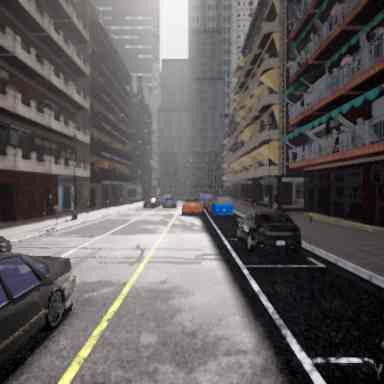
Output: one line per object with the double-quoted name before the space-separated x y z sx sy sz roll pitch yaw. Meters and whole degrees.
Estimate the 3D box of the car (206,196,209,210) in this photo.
"car" 2.682 1.486 35.261 2.008 1.369 4.403 -1 0 0

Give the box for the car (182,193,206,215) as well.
"car" 0.064 1.291 33.117 2.097 1.767 4.553 0 0 0

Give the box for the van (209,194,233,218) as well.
"van" 2.679 1.286 29.659 1.690 1.788 3.998 -1 0 0

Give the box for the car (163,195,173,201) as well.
"car" -5.696 1.412 80.106 2.008 1.369 4.403 -1 0 0

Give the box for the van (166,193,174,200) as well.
"van" -5.699 1.194 85.707 1.690 1.788 3.998 -1 0 0

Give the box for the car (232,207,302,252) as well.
"car" 3.001 1.480 13.663 1.837 1.490 4.892 0 0 0

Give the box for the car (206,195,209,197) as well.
"car" 2.682 1.470 40.863 1.887 1.381 4.507 -1 0 0

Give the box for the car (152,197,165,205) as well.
"car" -5.697 1.479 57.698 1.802 1.307 4.206 -1 0 0

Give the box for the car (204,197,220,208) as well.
"car" 2.682 1.481 46.465 1.947 1.339 4.313 -1 0 0

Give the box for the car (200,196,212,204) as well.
"car" 2.684 1.438 63.271 2.008 1.369 4.403 -1 0 0

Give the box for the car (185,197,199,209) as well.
"car" 0.027 1.426 44.652 1.837 1.490 4.892 0 1 1

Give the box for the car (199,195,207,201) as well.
"car" 2.684 1.386 80.247 1.752 1.417 4.829 -1 0 0

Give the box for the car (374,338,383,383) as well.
"car" 2.680 1.548 1.650 2.008 1.369 4.403 -1 0 0

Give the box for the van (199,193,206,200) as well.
"van" 2.682 1.194 85.678 1.690 1.788 3.998 -1 0 0

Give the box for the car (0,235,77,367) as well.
"car" -3.100 1.539 4.080 2.033 1.411 5.357 0 0 0

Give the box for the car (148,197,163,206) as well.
"car" -5.698 1.451 52.096 1.887 1.381 4.507 -1 0 0

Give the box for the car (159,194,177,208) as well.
"car" -3.081 1.441 46.379 1.812 1.442 4.674 0 0 0

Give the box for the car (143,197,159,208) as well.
"car" -5.698 1.481 46.494 1.947 1.339 4.313 -1 0 0
